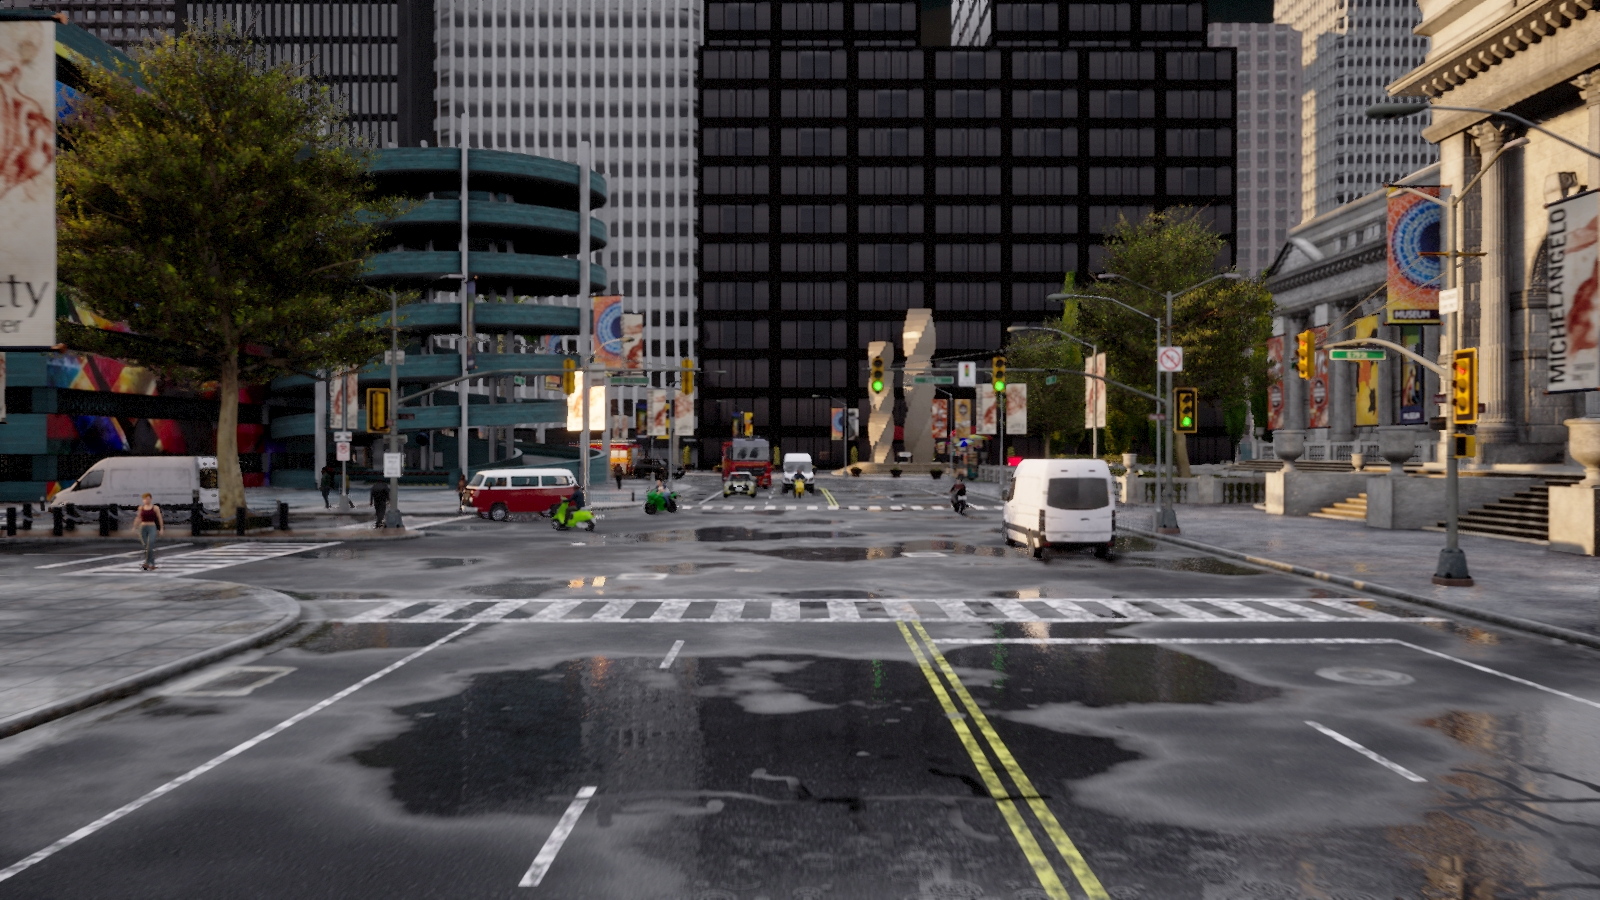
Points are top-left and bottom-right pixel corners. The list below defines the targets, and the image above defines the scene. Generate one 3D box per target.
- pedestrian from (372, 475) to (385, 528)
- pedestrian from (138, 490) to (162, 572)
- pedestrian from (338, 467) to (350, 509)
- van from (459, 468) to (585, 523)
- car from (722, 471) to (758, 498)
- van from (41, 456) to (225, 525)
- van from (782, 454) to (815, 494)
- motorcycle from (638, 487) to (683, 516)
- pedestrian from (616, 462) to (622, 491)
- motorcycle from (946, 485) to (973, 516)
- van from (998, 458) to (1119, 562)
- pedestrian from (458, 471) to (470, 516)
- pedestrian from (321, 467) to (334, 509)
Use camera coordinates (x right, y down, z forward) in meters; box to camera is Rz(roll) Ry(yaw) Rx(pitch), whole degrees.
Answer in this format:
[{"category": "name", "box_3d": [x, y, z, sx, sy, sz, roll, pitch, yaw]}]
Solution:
[{"category": "pedestrian", "box_3d": [-15.015, 1.843, 40.708, 0.375, 1.860, 0.375, 0, 0, -9]}, {"category": "pedestrian", "box_3d": [-14.917, 1.845, 26.233, 0.375, 1.860, 0.375, 0, 0, -8]}, {"category": "pedestrian", "box_3d": [-20.163, 1.689, 50.552, 0.375, 1.860, 0.375, 0, 0, 4]}, {"category": "van", "box_3d": [-11.107, 1.779, 45.656, 4.480, 2.038, 2.069, 0, 0, -30]}, {"category": "car", "box_3d": [-3.549, 2.056, 68.153, 1.970, 1.475, 3.806, 0, 0, 0]}, {"category": "van", "box_3d": [-25.502, 1.528, 43.824, 5.915, 2.561, 1.988, 0, 0, 0]}, {"category": "van", "box_3d": [-0.162, 1.524, 76.105, 1.988, 2.561, 5.915, 0, 0, -2]}, {"category": "motorcycle", "box_3d": [-6.031, 2.206, 49.521, 0.803, 1.145, 2.033, 0, 0, 34]}, {"category": "pedestrian", "box_3d": [-11.731, 1.686, 74.023, 0.375, 1.860, 0.375, 0, 0, -9]}, {"category": "motorcycle", "box_3d": [6.993, 2.198, 50.258, 0.867, 1.251, 2.209, 0, 0, 0]}, {"category": "van", "box_3d": [6.989, 1.530, 31.580, 1.988, 2.561, 5.915, 0, 0, 0]}, {"category": "pedestrian", "box_3d": [-14.197, 1.843, 48.304, 0.375, 1.860, 0.375, 0, 0, 10]}, {"category": "pedestrian", "box_3d": [-20.960, 1.690, 50.690, 0.375, 1.860, 0.375, 0, 0, 7]}]
